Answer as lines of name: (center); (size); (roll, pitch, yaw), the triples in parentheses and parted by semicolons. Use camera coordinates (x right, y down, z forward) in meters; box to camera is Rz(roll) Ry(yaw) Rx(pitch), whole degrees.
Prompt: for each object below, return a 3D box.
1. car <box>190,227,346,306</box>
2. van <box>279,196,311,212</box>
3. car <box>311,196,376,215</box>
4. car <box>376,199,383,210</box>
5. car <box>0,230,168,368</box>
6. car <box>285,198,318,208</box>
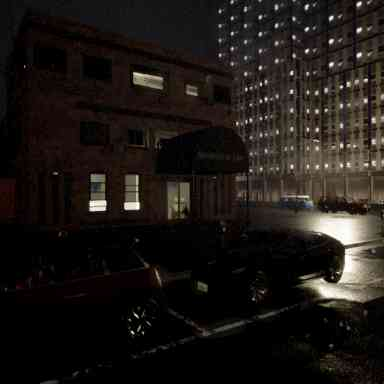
car: (1.988, 1.565, 8.056); (4.313, 1.339, 1.947); (0, 0, -35)
van: (11.726, 1.324, 37.590); (1.690, 1.788, 3.998); (0, 0, -35)
car: (14.896, 1.306, 33.045); (2.192, 1.841, 5.009); (0, 0, -35)
car: (21.771, 1.497, 37.840); (2.008, 1.369, 4.403); (0, 0, -35)
car: (-2.475, 1.440, 4.802); (4.097, 1.590, 1.967); (0, 0, -35)
car: (15.432, 1.512, 46.930); (1.802, 1.307, 4.206); (0, 0, -35)
